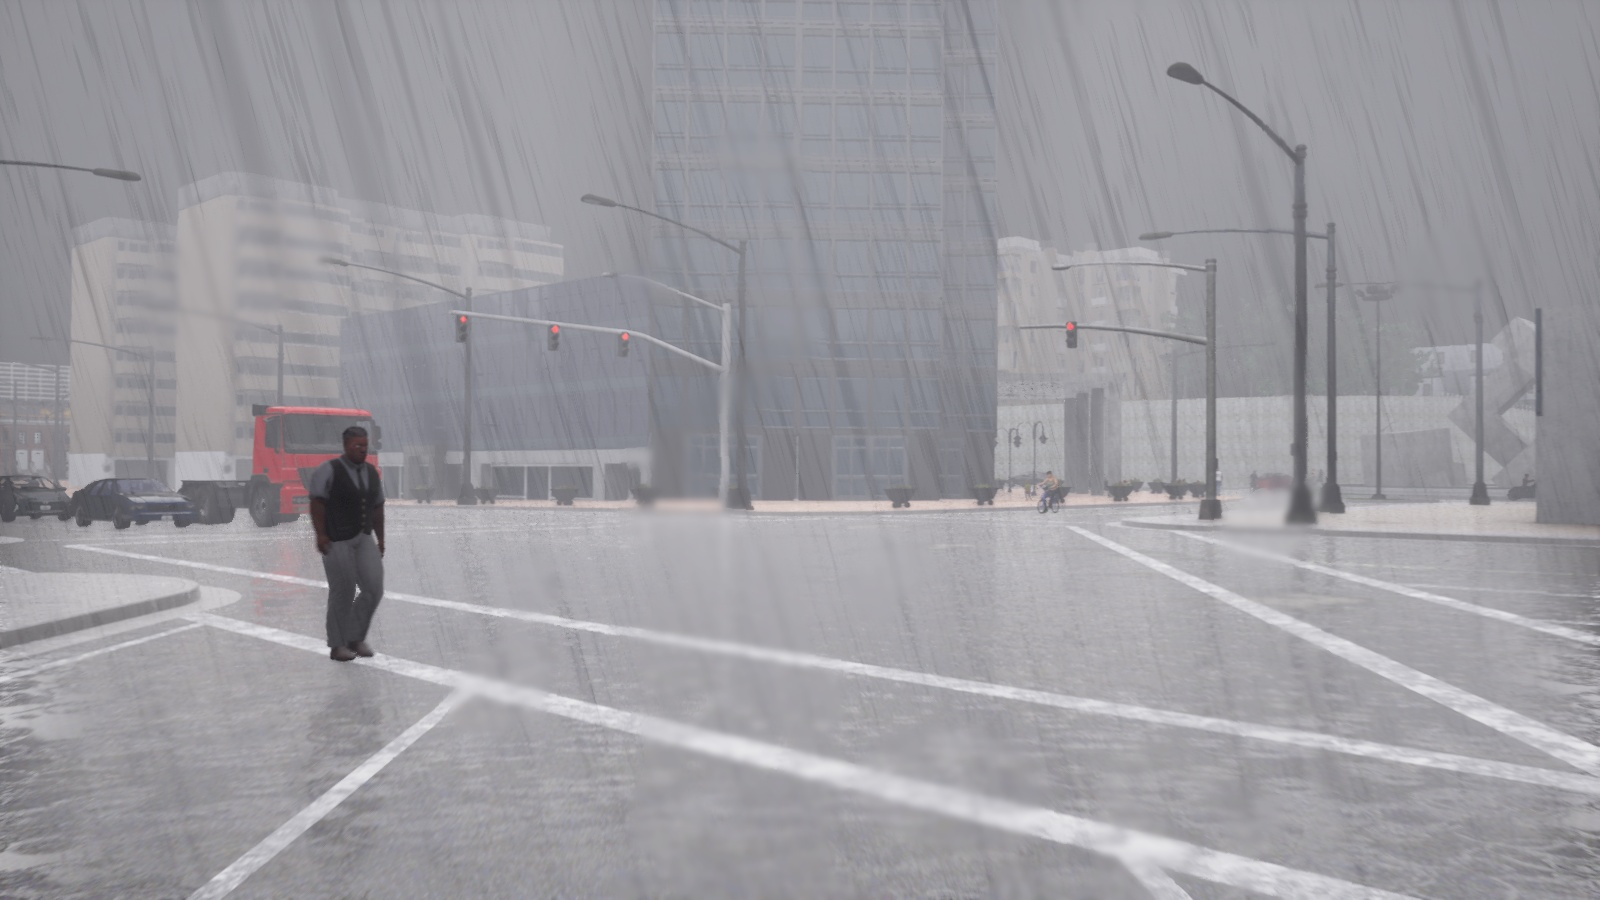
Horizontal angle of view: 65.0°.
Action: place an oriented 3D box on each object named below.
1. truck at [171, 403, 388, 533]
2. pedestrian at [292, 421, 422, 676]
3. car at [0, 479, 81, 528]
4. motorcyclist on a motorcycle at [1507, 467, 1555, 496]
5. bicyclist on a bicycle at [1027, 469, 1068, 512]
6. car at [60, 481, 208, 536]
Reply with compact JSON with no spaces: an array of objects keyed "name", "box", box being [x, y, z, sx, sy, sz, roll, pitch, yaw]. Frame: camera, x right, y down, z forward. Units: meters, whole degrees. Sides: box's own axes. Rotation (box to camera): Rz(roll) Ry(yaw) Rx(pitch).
[{"name":"truck","box":[-15.607,0.603,37.284,7.936,3.462,2.891,-2,-2,43]},{"name":"pedestrian","box":[-3.439,0.736,9.748,0.849,1.883,0.563,-1,-1,35]},{"name":"car","box":[-26.044,1.773,42.165,4.514,1.525,2.007,-2,-2,43]},{"name":"motorcyclist on a motorcycle","box":[42.070,1.830,72.292,2.350,1.649,0.766,-1,-2,34]},{"name":"bicyclist on a bicycle","box":[9.363,1.515,47.524,0.866,1.612,1.509,-1,-1,43]},{"name":"car","box":[-18.927,1.624,35.575,5.357,1.411,2.033,-2,-2,43]}]
